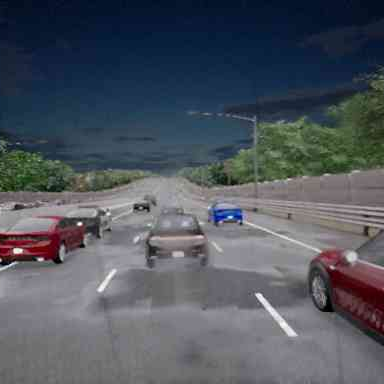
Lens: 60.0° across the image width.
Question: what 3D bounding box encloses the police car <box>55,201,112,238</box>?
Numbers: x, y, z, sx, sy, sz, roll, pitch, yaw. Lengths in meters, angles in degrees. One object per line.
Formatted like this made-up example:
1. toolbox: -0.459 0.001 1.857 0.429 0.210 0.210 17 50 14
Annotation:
1. police car: -5.641 1.538 18.307 1.930 1.638 5.238 -1 0 -4

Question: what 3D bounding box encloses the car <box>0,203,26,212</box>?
1. car: -19.904 2.005 36.583 1.812 1.442 4.674 -1 0 -4

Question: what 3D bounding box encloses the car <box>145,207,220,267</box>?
1. car: -0.534 1.487 11.450 2.128 1.511 4.902 -1 0 -4

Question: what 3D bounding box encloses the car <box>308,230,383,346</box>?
1. car: 3.412 1.269 4.715 2.097 1.767 4.553 -1 0 -4

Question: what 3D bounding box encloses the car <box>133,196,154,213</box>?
1. car: -6.003 1.662 40.530 1.882 1.535 5.008 -1 0 -3

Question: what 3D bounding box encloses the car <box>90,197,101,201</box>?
1. car: -22.509 1.906 77.863 1.837 1.490 4.892 -1 0 -4

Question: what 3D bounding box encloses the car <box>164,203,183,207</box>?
1. car: -1.724 1.653 29.717 1.895 1.301 4.718 -1 0 -4

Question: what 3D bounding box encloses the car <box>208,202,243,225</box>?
1. car: 2.211 1.426 23.131 1.882 1.535 5.008 -1 0 -4

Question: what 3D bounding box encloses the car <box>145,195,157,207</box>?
1. car: -7.073 1.505 56.280 2.150 2.045 5.566 -1 0 -4

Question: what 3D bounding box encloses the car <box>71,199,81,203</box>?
1. car: -25.758 2.299 74.026 2.033 1.411 5.357 -1 0 -4

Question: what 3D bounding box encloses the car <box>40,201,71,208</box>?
1. car: -16.588 1.964 39.488 2.033 1.411 5.357 -1 0 -4

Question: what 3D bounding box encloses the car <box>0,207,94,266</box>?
1. car: -5.241 1.578 12.204 1.882 1.535 5.008 -1 0 -4
